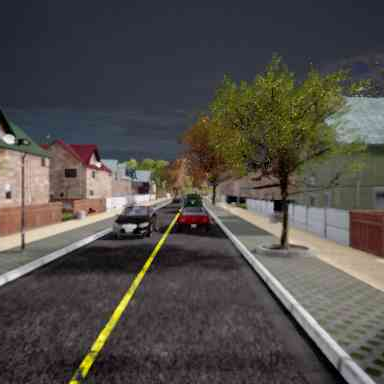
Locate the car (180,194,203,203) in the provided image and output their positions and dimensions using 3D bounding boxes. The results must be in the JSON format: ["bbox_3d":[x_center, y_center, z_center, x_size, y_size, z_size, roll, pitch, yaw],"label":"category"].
[{"bbox_3d":[0.099,1.192,37.804,2.150,2.045,5.566,0,0,0],"label":"car"}]

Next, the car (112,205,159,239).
[{"bbox_3d":[-2.850,1.480,17.525,2.128,1.511,4.902,0,0,0],"label":"car"}]

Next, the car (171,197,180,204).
[{"bbox_3d":[-2.748,1.555,61.257,1.994,1.385,4.181,0,0,0],"label":"car"}]

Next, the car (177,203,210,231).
[{"bbox_3d":[0.097,1.588,20.597,1.895,1.301,4.718,0,0,0],"label":"car"}]
